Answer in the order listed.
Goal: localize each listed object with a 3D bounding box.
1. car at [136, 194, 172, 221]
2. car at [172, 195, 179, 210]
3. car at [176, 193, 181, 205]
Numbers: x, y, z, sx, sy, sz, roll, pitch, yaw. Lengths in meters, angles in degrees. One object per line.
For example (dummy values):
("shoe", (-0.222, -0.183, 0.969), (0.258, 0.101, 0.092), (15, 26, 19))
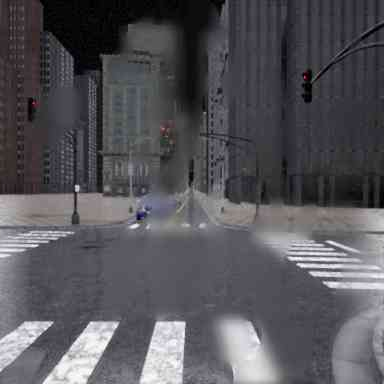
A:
("car", (-3.124, 1.212, 27.210), (2.150, 2.045, 5.566), (0, 0, 1))
("car", (-3.092, 1.461, 43.523), (1.882, 1.535, 5.008), (0, 0, 0))
("car", (-3.041, 1.331, 59.235), (2.097, 1.767, 4.553), (0, 0, 0))
